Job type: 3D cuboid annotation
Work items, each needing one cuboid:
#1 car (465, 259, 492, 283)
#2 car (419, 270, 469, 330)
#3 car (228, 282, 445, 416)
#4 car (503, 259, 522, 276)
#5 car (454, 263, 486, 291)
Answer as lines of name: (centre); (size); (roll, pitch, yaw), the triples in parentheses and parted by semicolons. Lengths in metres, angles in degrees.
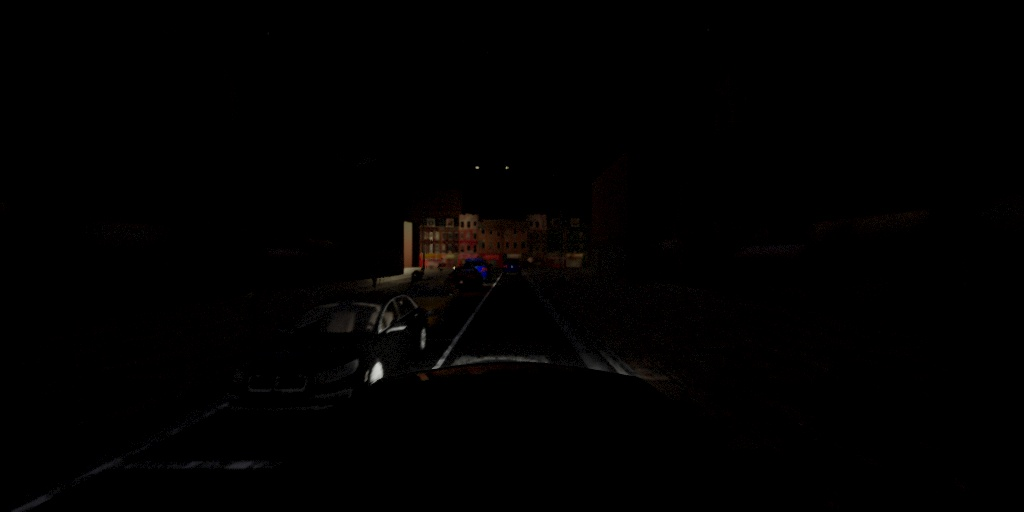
car: (-2.975, 1.238, 30.929); (2.150, 2.045, 5.566); (0, -1, 0)
car: (-2.636, 1.362, 11.433); (1.751, 1.417, 4.829); (0, 0, 0)
car: (-2.637, 1.339, 6.176); (2.007, 1.370, 4.403); (0, 0, 0)
car: (0.039, 1.362, 44.207); (2.150, 2.045, 5.566); (0, 0, 1)
car: (-3.010, 1.423, 23.897); (1.882, 1.535, 5.008); (0, -1, 0)
